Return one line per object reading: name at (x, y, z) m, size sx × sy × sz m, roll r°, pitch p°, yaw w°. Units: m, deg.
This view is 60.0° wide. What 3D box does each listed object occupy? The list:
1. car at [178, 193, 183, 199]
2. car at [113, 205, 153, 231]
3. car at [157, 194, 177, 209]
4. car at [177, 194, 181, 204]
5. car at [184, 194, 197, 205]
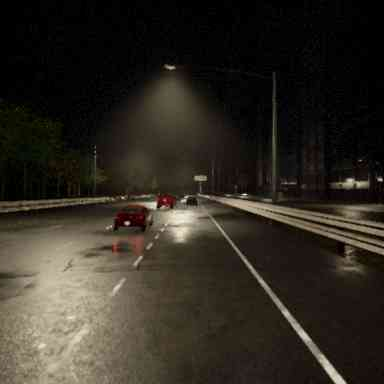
car at (-3.819, 1.665, 82.318) m, size 1.994 × 1.385 × 4.181 m, roll 0°, pitch 0°, yaw 0°
car at (-3.515, 1.522, 20.289) m, size 1.812 × 1.442 × 4.674 m, roll 0°, pitch 0°, yaw 0°
car at (-3.595, 1.245, 46.332) m, size 2.150 × 2.045 × 5.566 m, roll 0°, pitch 0°, yaw 0°
car at (-3.691, 1.569, 64.297) m, size 1.837 × 1.490 × 4.892 m, roll 0°, pitch 0°, yaw 0°
car at (-0.052, 1.530, 58.173) m, size 1.882 × 1.535 × 5.008 m, roll 0°, pitch 0°, yaw 0°
